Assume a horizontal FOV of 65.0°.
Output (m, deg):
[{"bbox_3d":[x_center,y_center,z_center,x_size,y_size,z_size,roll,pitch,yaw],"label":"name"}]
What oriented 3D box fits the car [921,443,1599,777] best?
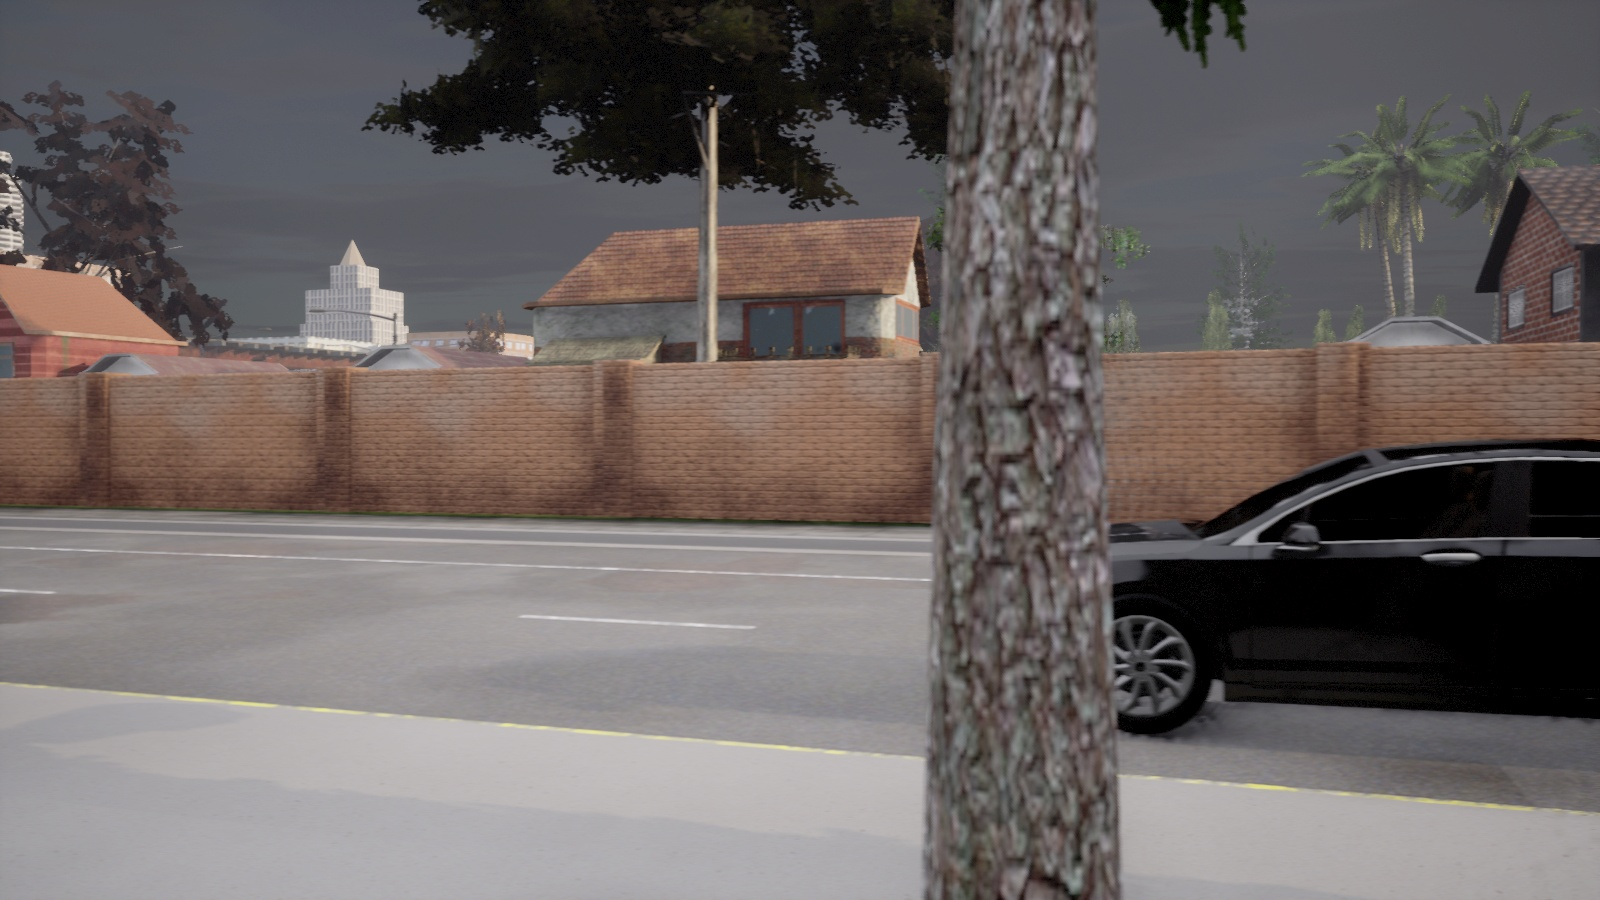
[{"bbox_3d":[3.265,0.734,6.842,4.892,1.490,1.837,1,1,19],"label":"car"}]
